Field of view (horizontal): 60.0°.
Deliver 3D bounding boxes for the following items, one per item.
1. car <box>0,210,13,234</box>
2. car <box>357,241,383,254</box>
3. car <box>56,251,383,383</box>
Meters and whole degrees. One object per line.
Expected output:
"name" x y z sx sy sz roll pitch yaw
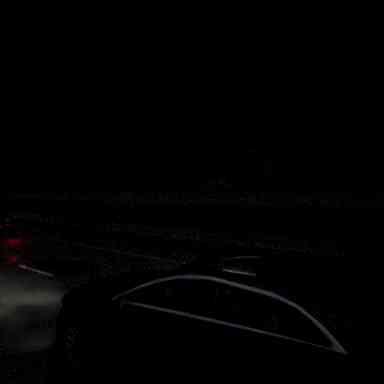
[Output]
"car" -11.678 1.634 18.840 4.674 1.442 1.812 0 0 45
"car" 3.770 1.564 5.620 5.357 1.411 2.033 0 0 36
"car" 0.367 1.508 3.860 4.902 1.511 2.128 0 0 36
